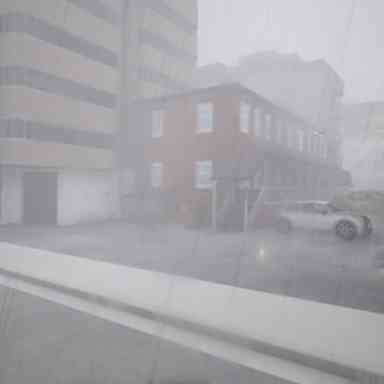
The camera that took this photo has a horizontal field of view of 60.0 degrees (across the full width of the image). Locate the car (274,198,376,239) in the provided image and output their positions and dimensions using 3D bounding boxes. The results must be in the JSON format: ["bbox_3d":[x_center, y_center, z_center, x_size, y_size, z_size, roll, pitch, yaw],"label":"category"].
[{"bbox_3d":[5.651,1.152,14.549,3.806,1.475,1.970,0,0,36],"label":"car"}]

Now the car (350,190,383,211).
[{"bbox_3d":[14.724,0.651,26.006,3.988,1.617,1.851,0,0,36],"label":"car"}]

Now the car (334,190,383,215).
[{"bbox_3d":[11.235,0.805,20.512,5.027,1.636,2.152,2,1,36],"label":"car"}]

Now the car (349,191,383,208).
[{"bbox_3d":[16.561,0.644,28.381,5.357,1.415,2.033,1,1,36],"label":"car"}]
